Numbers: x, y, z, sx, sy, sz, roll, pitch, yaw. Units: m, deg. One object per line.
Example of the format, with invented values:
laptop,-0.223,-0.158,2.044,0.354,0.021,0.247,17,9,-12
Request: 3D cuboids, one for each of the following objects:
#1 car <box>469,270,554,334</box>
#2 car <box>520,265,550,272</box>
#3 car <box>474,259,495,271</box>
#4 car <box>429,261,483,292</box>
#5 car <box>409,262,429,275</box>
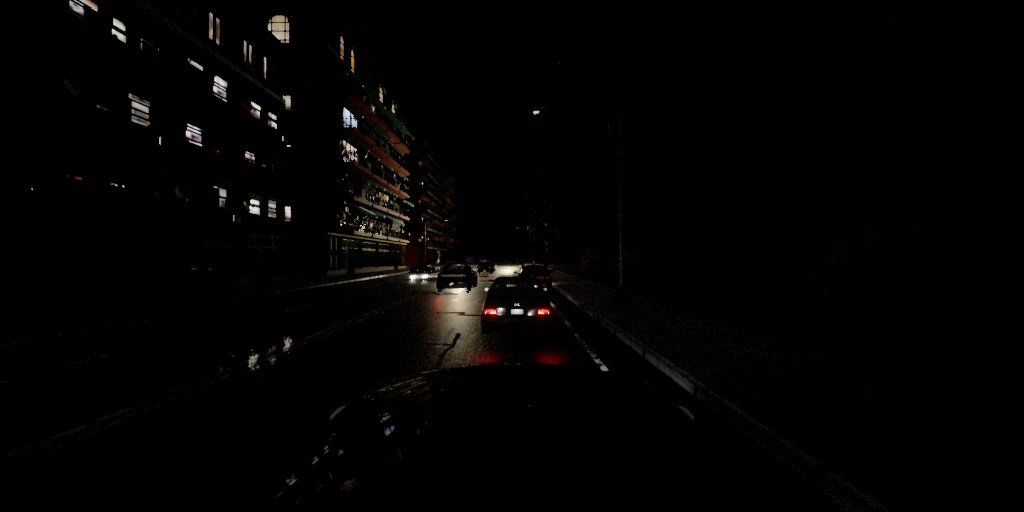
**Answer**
car,0.117,1.299,10.568,2.033,1.411,5.357,0,0,0
car,1.171,1.257,20.257,1.837,1.490,4.892,0,0,0
car,-3.073,1.352,42.982,1.895,1.301,4.718,0,0,0
car,-3.115,1.242,20.992,2.128,1.511,4.902,0,0,0
car,-9.780,1.315,39.213,1.994,1.385,4.181,0,0,0
